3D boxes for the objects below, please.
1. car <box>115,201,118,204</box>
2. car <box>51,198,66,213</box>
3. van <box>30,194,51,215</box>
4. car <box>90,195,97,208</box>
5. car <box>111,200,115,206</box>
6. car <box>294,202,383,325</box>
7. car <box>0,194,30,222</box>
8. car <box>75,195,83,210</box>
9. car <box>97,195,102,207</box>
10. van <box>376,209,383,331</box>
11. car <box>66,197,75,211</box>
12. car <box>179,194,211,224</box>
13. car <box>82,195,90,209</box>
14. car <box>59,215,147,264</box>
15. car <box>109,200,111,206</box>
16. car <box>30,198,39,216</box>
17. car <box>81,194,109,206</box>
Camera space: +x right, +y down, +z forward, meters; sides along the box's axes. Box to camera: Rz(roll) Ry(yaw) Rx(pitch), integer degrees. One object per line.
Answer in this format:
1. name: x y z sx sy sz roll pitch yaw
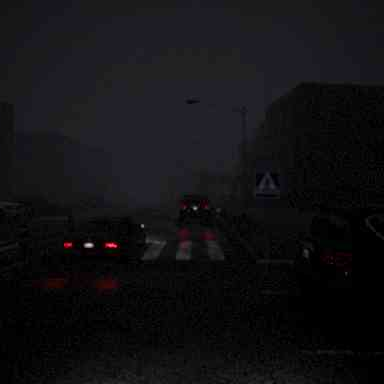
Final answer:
1. car: -15.702 1.627 58.318 5.366 1.575 1.946 0 -1 0
2. car: -15.875 1.422 33.514 5.008 1.535 2.097 0 0 0
3. van: -15.983 1.192 30.879 4.442 1.987 1.878 0 0 0
4. car: -15.873 1.479 44.538 5.008 1.535 2.097 0 0 0
5. car: -15.889 1.633 55.559 4.674 1.452 2.002 0 -1 0
6. car: 4.761 1.219 6.075 5.566 2.045 2.435 0 0 0
7. car: -15.834 1.167 25.242 5.566 2.045 2.435 0 0 0
8. car: -15.880 1.444 39.025 4.892 1.521 2.231 0 0 0
9. car: -15.884 1.502 47.294 5.008 1.535 2.097 0 -1 0
10. van: 4.604 1.249 3.298 4.442 1.987 1.878 0 0 0
11. car: -15.841 1.461 36.269 4.792 1.488 2.163 0 0 0
12. car: 0.233 1.148 24.225 2.150 2.045 5.566 0 0 0
13. car: -15.881 1.460 41.782 4.892 1.521 2.231 0 0 0
14. car: -2.849 1.526 11.763 2.033 1.411 5.357 0 0 0
15. car: -15.852 1.433 52.806 4.553 1.767 2.185 0 -1 0
16. car: -15.868 1.456 28.002 4.674 1.452 2.002 0 0 0
17. car: -15.911 1.277 50.052 5.566 2.045 2.435 0 -1 0
